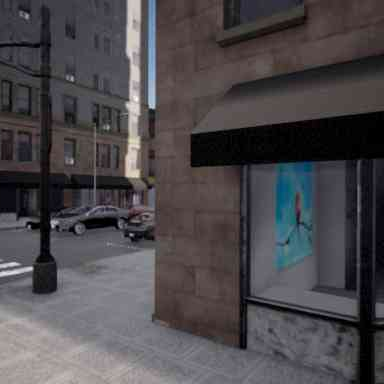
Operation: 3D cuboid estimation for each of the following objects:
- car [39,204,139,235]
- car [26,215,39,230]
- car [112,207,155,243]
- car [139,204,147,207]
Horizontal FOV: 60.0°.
[{"bbox_3d":[-5.680,1.486,18.953,2.128,1.511,4.902,0,0,35],"label":"car"},{"bbox_3d":[-7.809,1.551,20.337,1.947,1.339,4.313,0,0,35],"label":"car"},{"bbox_3d":[-1.266,1.566,15.691,2.008,1.369,4.403,0,0,35],"label":"car"},{"bbox_3d":[-4.520,1.570,24.970,1.802,1.307,4.206,0,0,35],"label":"car"}]
